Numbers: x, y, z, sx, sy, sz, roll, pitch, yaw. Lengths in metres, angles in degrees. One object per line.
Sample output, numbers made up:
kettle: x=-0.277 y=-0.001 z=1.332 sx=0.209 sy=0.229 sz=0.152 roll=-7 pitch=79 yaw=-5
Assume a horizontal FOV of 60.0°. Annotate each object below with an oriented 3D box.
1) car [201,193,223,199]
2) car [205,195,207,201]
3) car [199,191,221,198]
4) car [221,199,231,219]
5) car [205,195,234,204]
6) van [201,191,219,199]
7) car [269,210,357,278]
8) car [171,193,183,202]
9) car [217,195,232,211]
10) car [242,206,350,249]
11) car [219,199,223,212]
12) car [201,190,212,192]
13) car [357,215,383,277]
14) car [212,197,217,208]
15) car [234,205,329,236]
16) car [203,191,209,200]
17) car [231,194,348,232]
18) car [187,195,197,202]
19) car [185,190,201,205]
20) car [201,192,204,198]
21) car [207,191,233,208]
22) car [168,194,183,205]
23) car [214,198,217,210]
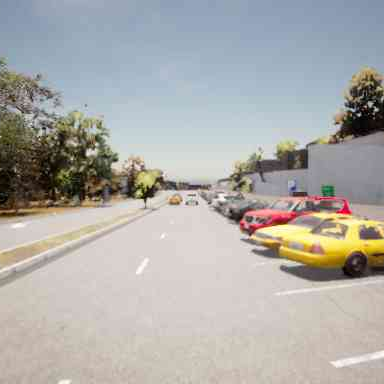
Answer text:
car: x=5.083 y=1.064 z=84.895 sx=4.892 sy=1.521 sz=2.231 roll=1 pitch=0 yaw=-20
car: x=4.908 y=1.522 z=42.856 sx=5.366 sy=1.575 sz=1.946 roll=1 pitch=1 yaw=-20
car: x=5.120 y=0.702 z=93.856 sx=5.566 sy=2.045 sz=2.435 roll=1 pitch=1 yaw=-20
car: x=5.069 y=1.532 z=24.904 sx=5.008 sy=1.535 sz=2.097 roll=1 pitch=0 yaw=-20
car: x=5.058 y=1.387 z=60.926 sx=4.792 sy=1.488 sz=2.163 roll=1 pitch=1 yaw=-20
van: x=4.985 y=0.764 z=90.813 sx=4.442 sy=1.987 sz=1.878 roll=1 pitch=1 yaw=-20
car: x=5.246 y=1.487 z=9.966 sx=5.366 sy=1.575 sz=1.946 roll=1 pitch=0 yaw=-20
car: x=-2.985 y=1.105 z=67.663 sx=2.097 sy=1.767 sz=4.553 roll=0 pitch=1 yaw=0
car: x=5.110 y=1.421 z=30.915 sx=4.553 sy=1.767 sz=2.185 roll=1 pitch=0 yaw=-20
car: x=4.899 y=1.486 z=12.832 sx=5.366 sy=1.575 sz=1.946 roll=1 pitch=0 yaw=-20
car: x=5.079 y=1.581 z=27.904 sx=4.674 sy=1.452 sz=2.002 roll=1 pitch=0 yaw=-20
car: x=5.060 y=1.011 z=78.919 sx=4.553 sy=1.767 sz=2.185 roll=1 pitch=0 yaw=-20
car: x=5.099 y=1.232 z=3.915 sx=5.566 sy=2.045 sz=2.435 roll=1 pitch=0 yaw=-20
car: x=5.104 y=1.575 z=36.929 sx=4.792 sy=1.488 sz=2.163 roll=1 pitch=0 yaw=-20
car: x=5.049 y=1.538 z=18.887 sx=4.792 sy=1.488 sz=2.163 roll=1 pitch=0 yaw=-20
car: x=5.059 y=1.238 z=48.908 sx=5.566 sy=2.045 sz=2.435 roll=1 pitch=1 yaw=-20
car: x=5.053 y=1.249 z=15.884 sx=5.566 sy=2.045 sz=2.435 roll=1 pitch=0 yaw=-20
car: x=0.015 y=1.334 z=67.333 sx=1.994 sy=1.385 sz=4.181 roll=0 pitch=1 yaw=0
car: x=0.013 y=1.138 z=56.939 sx=2.150 sy=2.045 sz=5.566 roll=0 pitch=1 yaw=0
car: x=5.061 y=1.239 z=72.931 sx=4.792 sy=1.488 sz=2.163 roll=1 pitch=1 yaw=-20
car: x=5.108 y=1.288 z=39.927 sx=5.566 sy=2.045 sz=2.435 roll=1 pitch=0 yaw=-20
car: x=-2.987 y=1.391 z=57.271 sx=1.882 sy=1.535 sz=5.008 roll=0 pitch=1 yaw=0
car: x=5.081 y=1.592 z=33.904 sx=4.674 sy=1.452 sz=2.002 roll=1 pitch=0 yaw=-20
